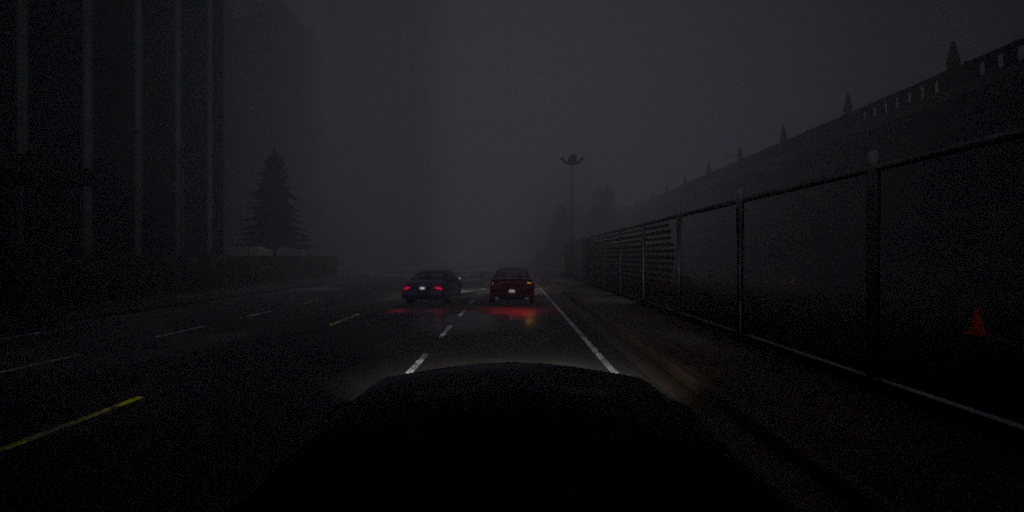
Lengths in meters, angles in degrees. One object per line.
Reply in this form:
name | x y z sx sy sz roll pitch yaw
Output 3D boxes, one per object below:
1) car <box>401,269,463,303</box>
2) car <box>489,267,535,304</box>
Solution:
car | -3.500 1.312 16.500 2.033 1.411 5.357 0 0 0
car | 0.000 1.234 16.500 1.882 1.535 5.008 0 0 0
